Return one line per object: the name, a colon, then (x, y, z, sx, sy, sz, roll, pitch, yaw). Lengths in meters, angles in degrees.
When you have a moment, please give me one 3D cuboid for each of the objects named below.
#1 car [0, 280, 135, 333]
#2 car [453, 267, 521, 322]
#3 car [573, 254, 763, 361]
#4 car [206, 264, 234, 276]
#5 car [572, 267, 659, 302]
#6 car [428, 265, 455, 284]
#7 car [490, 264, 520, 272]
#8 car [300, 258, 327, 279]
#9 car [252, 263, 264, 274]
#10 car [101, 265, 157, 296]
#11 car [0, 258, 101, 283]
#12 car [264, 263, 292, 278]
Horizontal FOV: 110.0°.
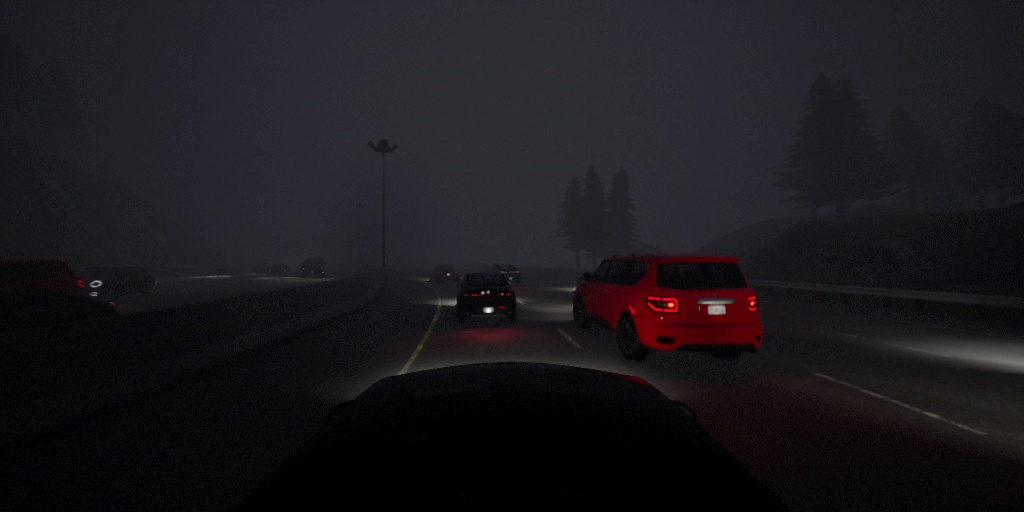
car: (-11.116, 1.398, 7.583, 1.994, 1.385, 4.181, 0, 0, -6)
car: (-0.992, 1.298, 12.603, 1.837, 1.490, 4.892, 0, 0, -8)
car: (3.086, 0.977, 8.479, 2.150, 2.045, 5.566, 0, 0, -5)
car: (-35.123, 1.658, 43.225, 1.994, 1.385, 4.181, 0, 0, -26)
car: (5.085, 1.326, 18.566, 2.033, 1.411, 5.357, 0, 0, -12)
car: (-5.719, 1.444, 30.006, 1.994, 1.385, 4.181, 0, 0, -21)
car: (-0.825, 1.333, 26.740, 2.128, 1.511, 4.902, 0, 0, -18)
car: (-20.795, 1.217, 37.671, 2.150, 2.045, 5.566, 0, -1, -26)
car: (-34.024, 1.633, 48.989, 1.812, 1.442, 4.674, 0, 0, -25)
car: (-20.130, 1.273, 17.775, 2.097, 1.767, 4.553, 0, 0, -17)
car: (-14.734, 1.083, 9.284, 2.150, 2.045, 5.566, 0, 0, -8)
car: (-25.559, 1.553, 39.482, 1.812, 1.442, 4.674, 0, 0, -26)
